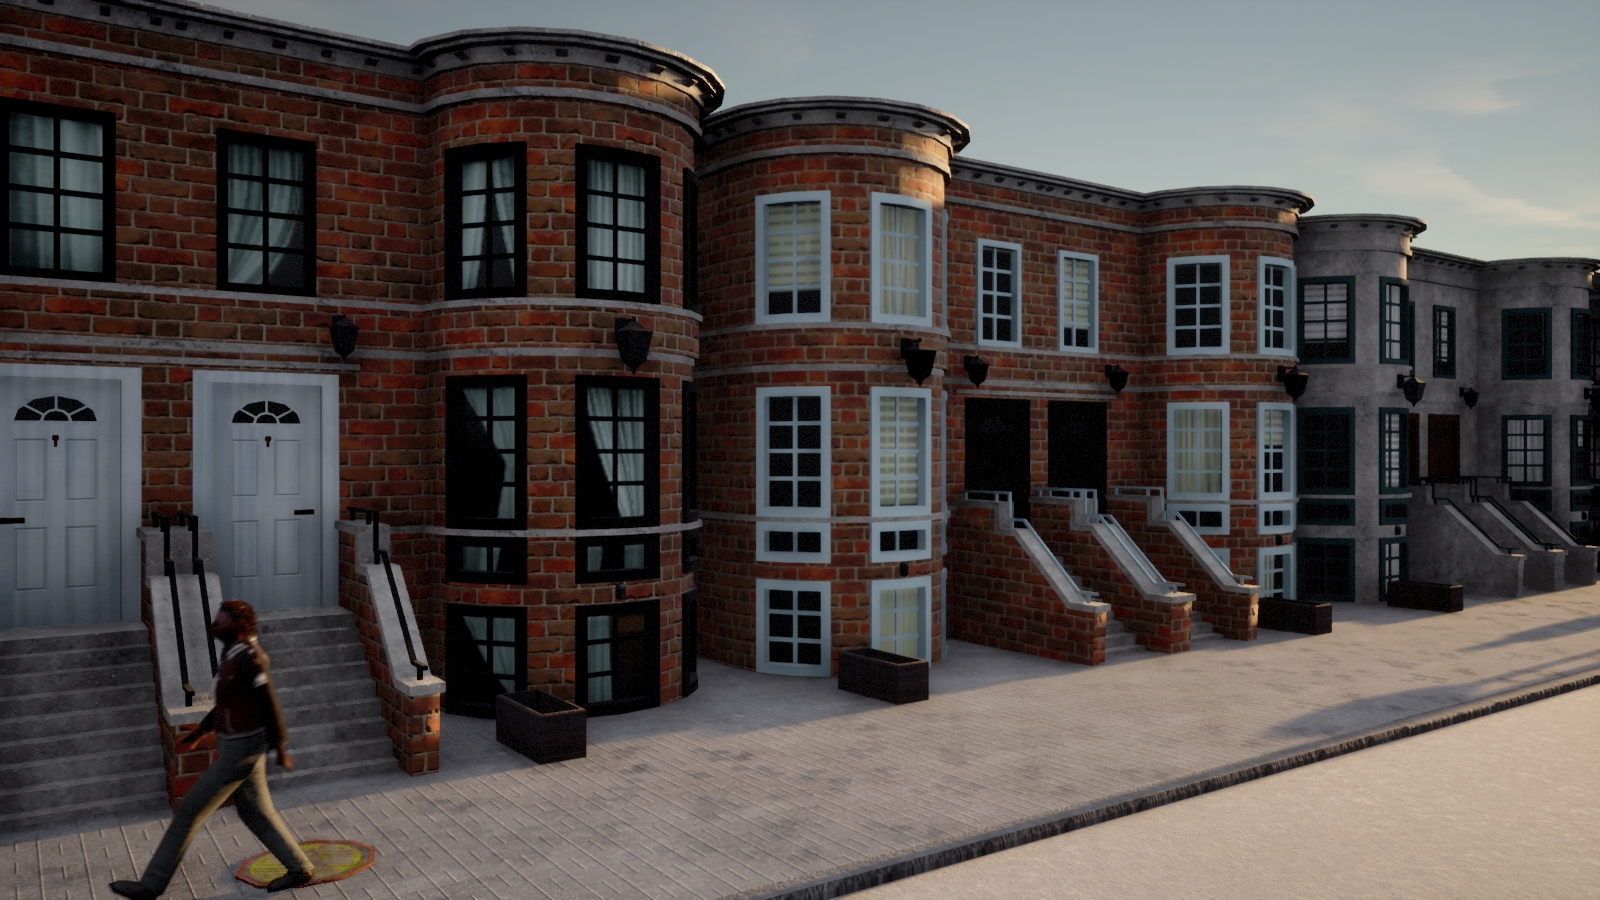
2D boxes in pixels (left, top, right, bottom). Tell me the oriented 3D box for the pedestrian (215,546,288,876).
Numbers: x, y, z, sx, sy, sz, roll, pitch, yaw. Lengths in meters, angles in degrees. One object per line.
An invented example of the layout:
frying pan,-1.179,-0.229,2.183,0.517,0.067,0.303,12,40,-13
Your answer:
pedestrian,-3.283,1.523,6.834,0.375,1.860,0.375,0,0,-28
